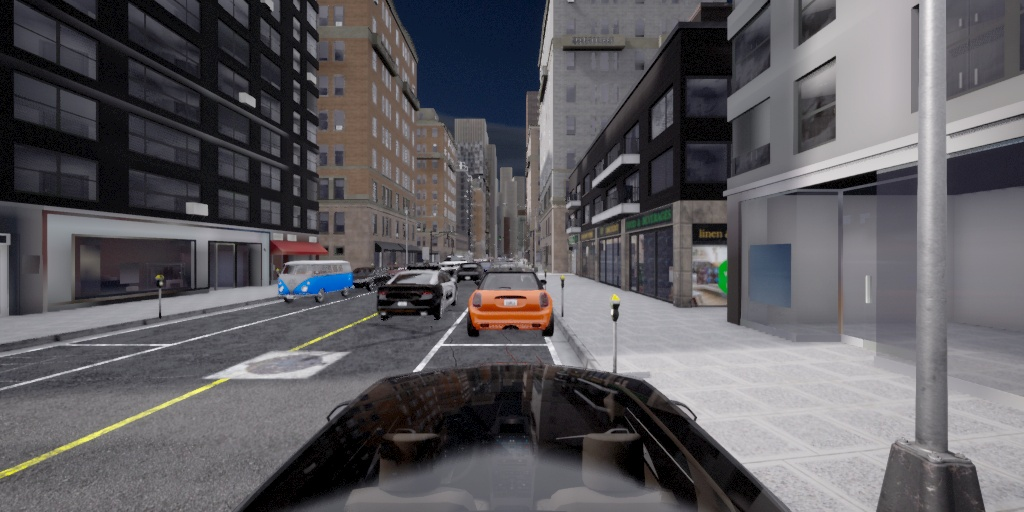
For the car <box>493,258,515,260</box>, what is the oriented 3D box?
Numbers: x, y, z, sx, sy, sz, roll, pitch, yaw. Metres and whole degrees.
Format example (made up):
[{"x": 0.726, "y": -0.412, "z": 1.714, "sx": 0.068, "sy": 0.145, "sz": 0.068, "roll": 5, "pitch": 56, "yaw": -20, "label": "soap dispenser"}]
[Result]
[{"x": -0.288, "y": 1.193, "z": 27.330, "sx": 1.967, "sy": 1.591, "sz": 4.097, "roll": 0, "pitch": 0, "yaw": 0, "label": "car"}]

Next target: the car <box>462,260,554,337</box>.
[{"x": -0.033, "y": 1.103, "z": 10.470, "sx": 2.097, "sy": 1.767, "sz": 4.553, "roll": 0, "pitch": 0, "yaw": 0, "label": "car"}]

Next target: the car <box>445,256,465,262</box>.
[{"x": -6.230, "y": 0.977, "z": 38.982, "sx": 2.150, "sy": 2.045, "sz": 5.566, "roll": 0, "pitch": 0, "yaw": 1, "label": "car"}]

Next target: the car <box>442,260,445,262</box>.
[{"x": -8.813, "y": 1.322, "z": 38.333, "sx": 1.948, "sy": 1.339, "sz": 4.313, "roll": 0, "pitch": 0, "yaw": 0, "label": "car"}]

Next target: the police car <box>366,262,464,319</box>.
[{"x": -3.145, "y": 1.175, "z": 12.867, "sx": 1.930, "sy": 1.638, "sz": 5.238, "roll": 0, "pitch": 0, "yaw": 0, "label": "police car"}]

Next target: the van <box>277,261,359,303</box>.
[{"x": -8.813, "y": 1.092, "z": 16.328, "sx": 1.690, "sy": 1.789, "sz": 3.998, "roll": 0, "pitch": 0, "yaw": 0, "label": "van"}]

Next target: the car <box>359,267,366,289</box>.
[{"x": -8.813, "y": 1.318, "z": 21.829, "sx": 1.948, "sy": 1.339, "sz": 4.313, "roll": 0, "pitch": 0, "yaw": 0, "label": "car"}]

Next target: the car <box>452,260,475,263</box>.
[{"x": -3.063, "y": 1.257, "z": 27.249, "sx": 1.837, "sy": 1.490, "sz": 4.892, "roll": 0, "pitch": 0, "yaw": 0, "label": "car"}]
